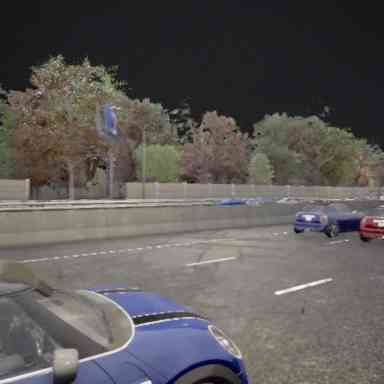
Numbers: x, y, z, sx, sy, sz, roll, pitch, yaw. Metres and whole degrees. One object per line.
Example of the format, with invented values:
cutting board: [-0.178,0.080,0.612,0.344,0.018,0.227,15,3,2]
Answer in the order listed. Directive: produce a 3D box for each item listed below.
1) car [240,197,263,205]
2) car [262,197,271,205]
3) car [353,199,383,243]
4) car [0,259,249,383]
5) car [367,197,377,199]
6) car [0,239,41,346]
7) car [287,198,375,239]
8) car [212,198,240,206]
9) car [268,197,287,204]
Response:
car: [8.531,1.370,40.157,4.553,1.767,2.097,0,0,-35]
car: [10.411,1.544,37.202,4.674,1.442,1.812,0,0,-35]
car: [9.510,1.356,14.834,4.553,1.767,2.097,0,0,-35]
car: [-1.682,1.352,2.548,4.553,1.767,2.097,0,0,-35]
car: [33.346,1.651,62.059,4.181,1.385,1.994,0,0,-36]
car: [-4.835,1.600,4.596,4.718,1.301,1.895,0,0,-36]
car: [7.502,1.356,17.699,4.553,1.767,2.097,0,0,-35]
car: [4.798,1.493,41.797,5.008,1.535,1.882,0,0,-35]
car: [10.079,1.520,32.673,4.892,1.490,1.837,0,0,-35]
